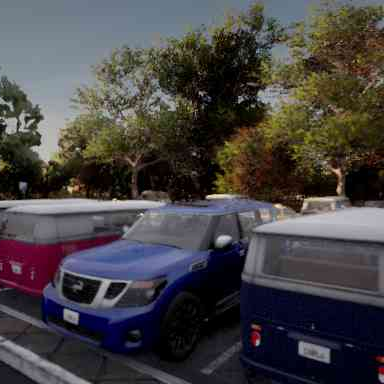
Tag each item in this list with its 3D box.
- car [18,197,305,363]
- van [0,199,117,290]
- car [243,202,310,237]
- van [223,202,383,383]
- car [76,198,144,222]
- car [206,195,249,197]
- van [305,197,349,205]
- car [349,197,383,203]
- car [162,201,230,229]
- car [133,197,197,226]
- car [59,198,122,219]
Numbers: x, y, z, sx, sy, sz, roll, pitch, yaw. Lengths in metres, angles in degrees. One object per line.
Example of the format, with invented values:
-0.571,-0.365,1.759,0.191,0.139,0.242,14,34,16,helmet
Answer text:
0.065,1.235,6.483,2.435,2.045,5.566,1,0,35,car
-2.136,1.240,8.227,1.878,1.987,4.442,1,0,35,van
5.046,1.459,19.254,1.946,1.575,5.366,1,0,35,car
2.431,1.280,4.978,1.878,1.987,4.442,0,0,35,van
-6.479,1.358,26.994,1.946,1.575,5.366,0,0,35,car
2.694,1.191,20.733,2.435,2.045,5.566,1,0,35,car
7.269,1.256,17.588,1.878,1.987,4.442,1,0,35,van
9.480,1.251,15.907,2.435,2.045,5.566,1,0,35,car
0.398,1.451,22.296,2.163,1.488,4.792,1,0,35,car
-1.830,1.276,23.953,2.185,1.767,4.553,1,0,35,car
-8.631,1.342,28.759,2.231,1.521,4.892,1,0,35,car
